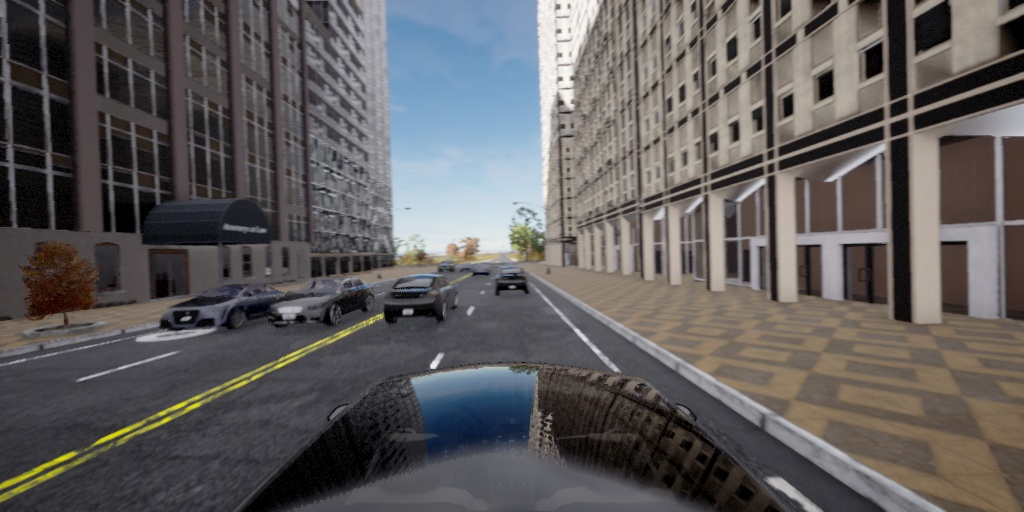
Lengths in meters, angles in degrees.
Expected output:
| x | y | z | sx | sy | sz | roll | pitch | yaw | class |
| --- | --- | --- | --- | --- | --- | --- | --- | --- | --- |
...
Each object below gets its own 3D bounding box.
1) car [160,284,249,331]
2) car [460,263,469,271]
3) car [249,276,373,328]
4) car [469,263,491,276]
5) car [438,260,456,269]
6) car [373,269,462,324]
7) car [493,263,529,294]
| x | y | z | sx | sy | sz | roll | pitch | yaw | class |
| --- | --- | --- | --- | --- | --- | --- | --- | --- | --- |
| -9.809 | 1.699 | 12.740 | 1.994 | 1.385 | 4.181 | -2 | 0 | -1 | car |
| -7.222 | 1.855 | 58.037 | 2.033 | 1.411 | 5.357 | -2 | 0 | -1 | car |
| -6.567 | 1.521 | 12.938 | 2.128 | 1.511 | 4.902 | -2 | 0 | -1 | car |
| -3.620 | 1.649 | 42.842 | 1.994 | 1.385 | 4.181 | -2 | 0 | -1 | car |
| -10.479 | 1.664 | 57.953 | 2.150 | 2.045 | 5.566 | -2 | 0 | -1 | car |
| -3.123 | 1.421 | 13.022 | 1.837 | 1.490 | 4.892 | -2 | 0 | -1 | car |
| -0.022 | 1.364 | 21.175 | 1.837 | 1.490 | 4.892 | -2 | 0 | -1 | car |
